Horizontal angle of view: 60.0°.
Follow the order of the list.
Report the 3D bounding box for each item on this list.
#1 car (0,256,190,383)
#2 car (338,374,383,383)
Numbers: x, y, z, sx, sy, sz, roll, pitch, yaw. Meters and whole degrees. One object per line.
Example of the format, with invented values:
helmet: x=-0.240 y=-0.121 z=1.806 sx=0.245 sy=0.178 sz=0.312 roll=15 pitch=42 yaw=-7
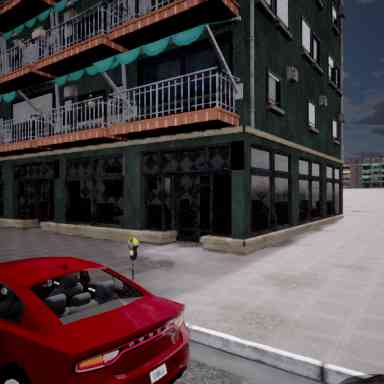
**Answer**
car: x=-2.128 y=1.545 z=4.383 sx=4.507 sy=1.381 sz=1.887 roll=0 pitch=0 yaw=35
car: x=2.469 y=1.566 z=1.122 sx=4.313 sy=1.339 sz=1.947 roll=0 pitch=0 yaw=35
